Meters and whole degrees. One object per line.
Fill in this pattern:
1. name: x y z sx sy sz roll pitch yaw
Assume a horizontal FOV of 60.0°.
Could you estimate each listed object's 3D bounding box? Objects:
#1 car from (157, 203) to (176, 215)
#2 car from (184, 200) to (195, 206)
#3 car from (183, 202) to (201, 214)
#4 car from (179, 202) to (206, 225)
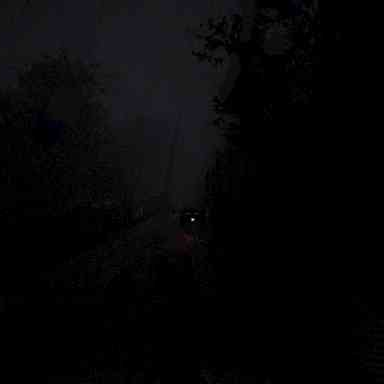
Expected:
1. car: -2.914 1.981 38.630 1.994 1.385 4.181 0 -1 0
2. car: -0.611 2.766 80.057 1.994 1.385 4.181 0 -2 7
3. car: 0.025 2.002 42.940 2.128 1.511 4.902 0 -1 0
4. car: 0.051 1.704 25.902 1.837 1.490 4.892 0 0 0
